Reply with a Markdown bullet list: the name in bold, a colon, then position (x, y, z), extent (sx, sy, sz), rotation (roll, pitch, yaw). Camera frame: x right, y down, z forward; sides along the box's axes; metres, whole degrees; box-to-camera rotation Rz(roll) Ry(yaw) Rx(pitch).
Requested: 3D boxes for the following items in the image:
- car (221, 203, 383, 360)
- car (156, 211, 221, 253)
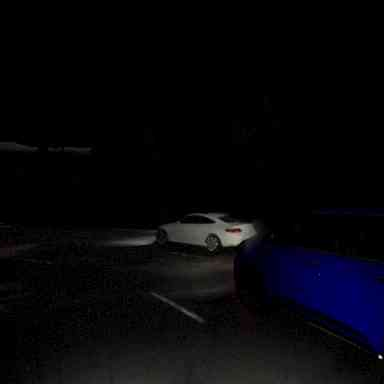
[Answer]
- **car**: position (2.657, 1.159, 4.860), extent (2.150, 2.045, 5.566), rotation (-1, 0, -20)
- **car**: position (0.470, 1.526, 13.623), extent (4.674, 1.442, 1.812), rotation (-1, 0, 45)
